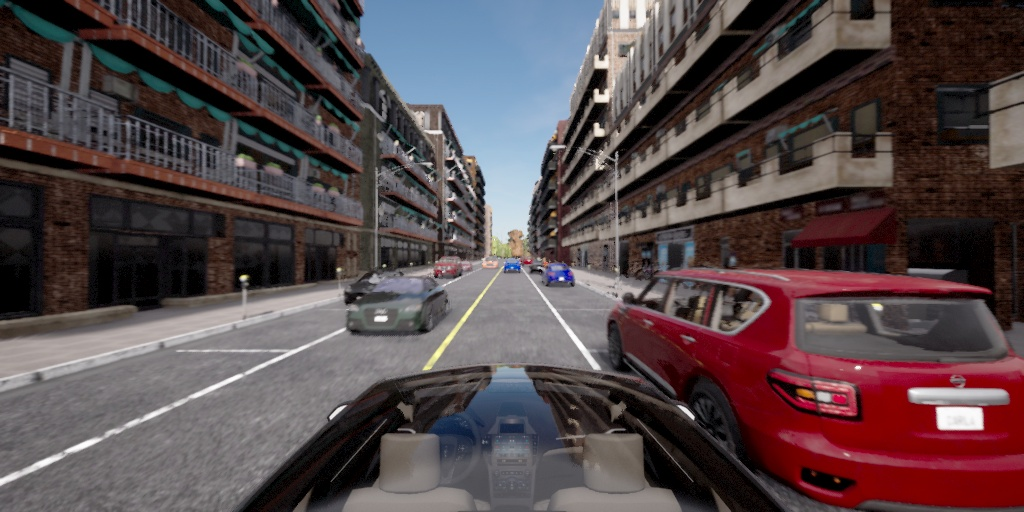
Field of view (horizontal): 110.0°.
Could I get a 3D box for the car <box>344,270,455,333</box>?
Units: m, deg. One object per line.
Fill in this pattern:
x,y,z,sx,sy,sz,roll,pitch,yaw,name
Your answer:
-3.093,1.285,10.456,1.994,1.385,4.181,0,0,0,car

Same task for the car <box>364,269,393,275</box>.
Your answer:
-5.684,1.270,15.729,1.948,1.339,4.313,0,0,0,car

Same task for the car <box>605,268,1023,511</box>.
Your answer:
2.693,1.055,4.557,2.192,1.841,5.009,0,0,0,car

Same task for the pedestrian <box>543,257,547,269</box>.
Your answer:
2.433,0.962,26.779,0.375,1.860,0.375,1,-1,-3,pedestrian

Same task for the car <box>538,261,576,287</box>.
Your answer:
3.007,1.204,23.961,1.812,1.442,4.674,0,0,0,car

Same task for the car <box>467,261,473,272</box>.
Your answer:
-5.677,1.197,43.568,1.802,1.307,4.207,0,0,0,car

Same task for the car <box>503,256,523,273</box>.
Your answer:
0.050,1.101,41.134,1.882,1.535,5.008,0,0,1,car

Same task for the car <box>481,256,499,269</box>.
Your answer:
-3.037,0.943,51.362,2.097,1.767,4.553,0,0,1,car

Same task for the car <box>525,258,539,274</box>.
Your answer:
2.703,1.199,37.964,1.948,1.339,4.313,0,0,0,car

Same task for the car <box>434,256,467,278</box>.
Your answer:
-5.680,0.965,32.432,2.192,1.841,5.009,0,0,0,car

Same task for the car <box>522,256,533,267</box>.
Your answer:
2.709,0.879,60.236,2.192,1.841,5.009,0,0,0,car
